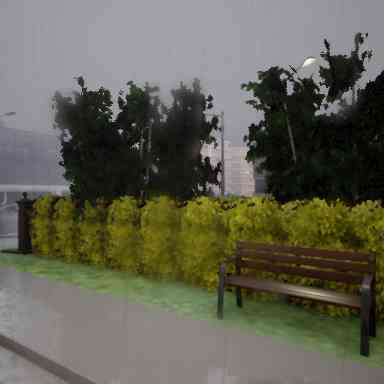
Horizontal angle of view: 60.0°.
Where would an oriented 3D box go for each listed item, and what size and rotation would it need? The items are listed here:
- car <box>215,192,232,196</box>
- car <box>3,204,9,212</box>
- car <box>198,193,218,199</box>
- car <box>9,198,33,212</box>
[{"bbox_3d":[6.817,0.688,68.293,1.882,1.535,5.008,0,1,35],"label":"car"},{"bbox_3d":[-18.926,1.476,37.894,1.812,1.442,4.674,0,0,35],"label":"car"},{"bbox_3d":[3.443,0.815,69.564,1.895,1.301,4.718,0,1,35],"label":"car"},{"bbox_3d":[-16.364,1.553,35.471,1.895,1.301,4.718,0,0,36],"label":"car"}]
